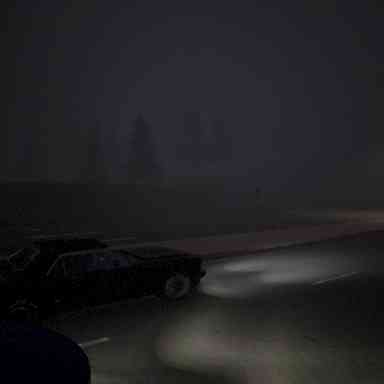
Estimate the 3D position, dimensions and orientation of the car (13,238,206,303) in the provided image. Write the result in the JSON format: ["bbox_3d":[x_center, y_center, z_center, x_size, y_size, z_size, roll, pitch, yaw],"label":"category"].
[{"bbox_3d":[-2.050,1.601,6.586,4.718,1.301,1.895,0,0,-35],"label":"car"}]

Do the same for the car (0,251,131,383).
[{"bbox_3d":[-3.020,1.477,1.605,5.008,1.535,1.882,0,0,-35],"label":"car"}]
